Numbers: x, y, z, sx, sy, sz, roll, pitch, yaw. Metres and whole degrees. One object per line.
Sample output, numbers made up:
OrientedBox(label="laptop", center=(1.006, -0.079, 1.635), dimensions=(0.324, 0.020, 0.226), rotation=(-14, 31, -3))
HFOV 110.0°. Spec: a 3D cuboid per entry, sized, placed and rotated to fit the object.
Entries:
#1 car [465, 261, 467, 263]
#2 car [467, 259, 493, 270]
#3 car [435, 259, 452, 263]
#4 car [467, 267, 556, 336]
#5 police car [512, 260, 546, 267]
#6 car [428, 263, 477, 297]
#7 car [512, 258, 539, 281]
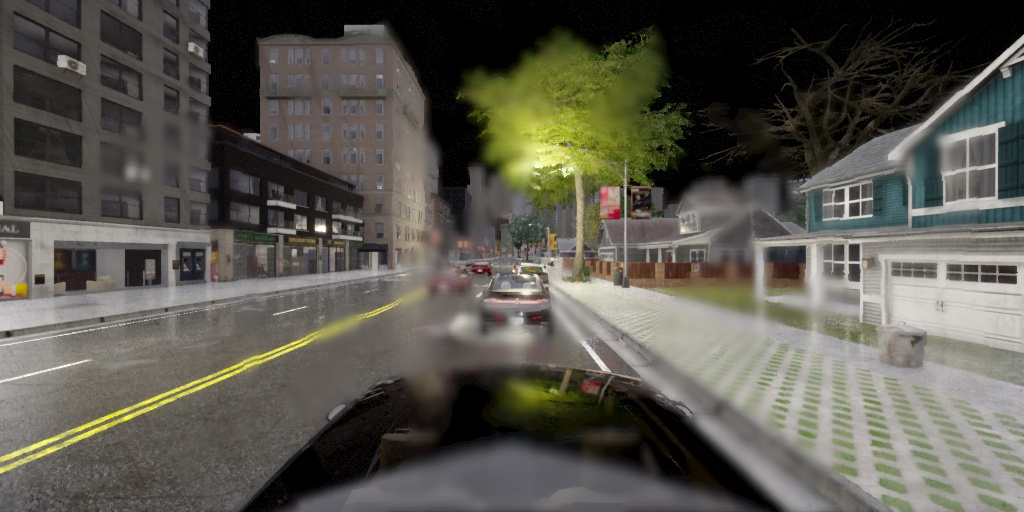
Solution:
OrientedBox(label="car", center=(-6.351, 1.211, 57.420), dimensions=(1.837, 1.490, 4.892), rotation=(0, -1, 0))
OrientedBox(label="car", center=(-3.008, 1.202, 36.241), dimensions=(1.882, 1.535, 5.008), rotation=(0, 0, 0))
OrientedBox(label="car", center=(-9.646, 1.188, 50.396), dimensions=(1.882, 1.535, 5.008), rotation=(0, 0, 0))
OrientedBox(label="car", center=(0.134, 1.239, 10.369), dimensions=(2.128, 1.511, 4.902), rotation=(0, 0, 0))
OrientedBox(label="police car", center=(1.052, 1.165, 20.618), dimensions=(1.930, 1.638, 5.238), rotation=(0, 0, 0))
OrientedBox(label="car", center=(-3.081, 1.267, 18.614), dimensions=(1.812, 1.442, 4.674), rotation=(0, 0, 0))
OrientedBox(label="car", center=(1.093, 1.081, 30.478), dimensions=(2.097, 1.767, 4.553), rotation=(0, 0, 0))
